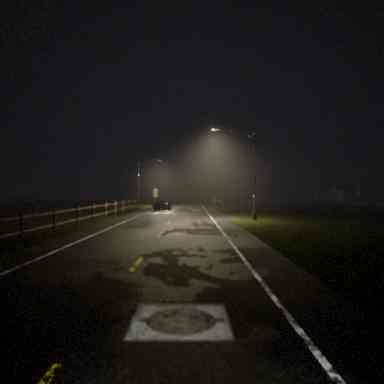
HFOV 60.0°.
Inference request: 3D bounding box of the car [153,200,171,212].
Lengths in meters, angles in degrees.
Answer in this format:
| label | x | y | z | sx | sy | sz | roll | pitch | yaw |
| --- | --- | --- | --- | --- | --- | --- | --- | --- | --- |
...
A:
| label | x | y | z | sx | sy | sz | roll | pitch | yaw |
| --- | --- | --- | --- | --- | --- | --- | --- | --- | --- |
| car | -3.585 | 1.657 | 40.465 | 1.994 | 1.385 | 4.181 | 0 | 0 | 0 |
